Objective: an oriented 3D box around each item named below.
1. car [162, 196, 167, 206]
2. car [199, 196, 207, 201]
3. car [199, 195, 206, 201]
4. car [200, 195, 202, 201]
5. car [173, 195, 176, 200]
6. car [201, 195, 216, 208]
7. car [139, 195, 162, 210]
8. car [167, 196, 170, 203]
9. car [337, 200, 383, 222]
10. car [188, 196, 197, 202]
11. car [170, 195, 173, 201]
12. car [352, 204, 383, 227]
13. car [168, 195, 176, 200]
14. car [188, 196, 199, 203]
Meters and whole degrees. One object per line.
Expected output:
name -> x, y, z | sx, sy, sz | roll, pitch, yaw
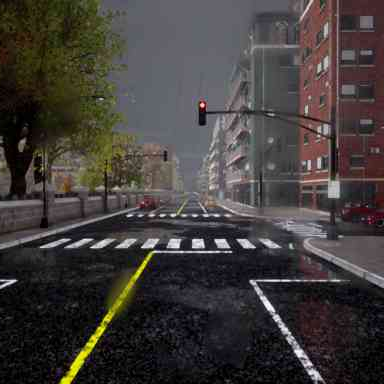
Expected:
car -> -5.640, 1.457, 54.989 | 1.967, 1.590, 4.097 | 0, 0, 0
car -> 2.767, 1.587, 82.658 | 1.887, 1.381, 4.507 | 0, 0, 0
car -> 2.772, 1.593, 88.193 | 1.887, 1.381, 4.507 | 0, 0, 0
car -> 2.741, 1.562, 54.981 | 1.887, 1.381, 4.507 | 0, 0, 0
car -> -5.613, 1.624, 82.665 | 1.802, 1.307, 4.206 | 0, 0, 0
car -> 2.736, 1.539, 49.616 | 1.752, 1.417, 4.829 | 0, 0, 0
car -> -5.651, 1.324, 43.918 | 2.192, 1.841, 5.009 | 0, 0, 0
car -> -5.635, 1.566, 60.524 | 1.887, 1.381, 4.507 | 0, 0, 0
car -> 14.643, 1.591, 27.327 | 5.009, 1.841, 2.192 | 1, -1, 0
car -> 0.078, 1.591, 79.635 | 1.994, 1.385, 4.181 | 0, 0, 0
car -> -5.624, 1.613, 71.594 | 1.802, 1.307, 4.206 | 0, 0, 0
car -> 14.688, 1.851, 24.722 | 4.181, 1.385, 1.994 | 1, 0, 0
car -> -5.604, 1.580, 93.565 | 1.752, 1.417, 4.829 | 0, 0, 0
car -> 0.070, 1.577, 69.224 | 2.033, 1.411, 5.357 | 0, 0, 0
